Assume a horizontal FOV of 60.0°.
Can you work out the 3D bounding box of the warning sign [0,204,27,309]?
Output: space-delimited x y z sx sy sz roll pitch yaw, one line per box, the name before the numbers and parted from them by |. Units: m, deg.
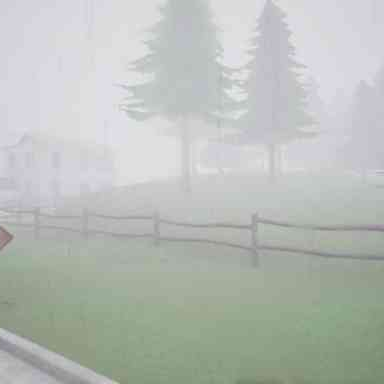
warning sign | -3.969 1.176 6.140 1.060 1.860 1.300 -1 0 35
